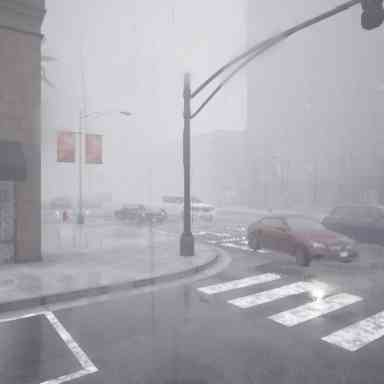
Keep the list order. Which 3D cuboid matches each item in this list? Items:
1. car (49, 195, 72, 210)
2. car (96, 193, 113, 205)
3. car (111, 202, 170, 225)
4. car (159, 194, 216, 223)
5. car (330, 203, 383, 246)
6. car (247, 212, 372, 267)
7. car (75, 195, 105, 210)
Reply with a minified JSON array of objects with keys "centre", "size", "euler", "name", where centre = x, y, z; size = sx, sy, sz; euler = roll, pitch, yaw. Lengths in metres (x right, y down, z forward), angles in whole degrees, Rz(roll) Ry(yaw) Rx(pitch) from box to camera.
[{"centre":[-16.505,1.446,41.635],"size":[1.837,1.490,4.892],"euler":[0,0,-35],"name":"car"},{"centre":[-15.480,1.130,57.180],"size":[2.150,2.045,5.566],"euler":[0,0,-36],"name":"car"},{"centre":[-3.821,1.572,23.967],"size":[1.895,1.301,4.718],"euler":[0,0,-36],"name":"car"},{"centre":[-0.580,1.190,25.030],"size":[2.150,2.045,5.566],"euler":[0,0,-36],"name":"car"},{"centre":[7.640,1.342,13.617],"size":[2.097,1.767,4.553],"euler":[0,0,-36],"name":"car"},{"centre":[3.580,1.520,11.680],"size":[1.812,1.442,4.674],"euler":[0,0,-19],"name":"car"},{"centre":[-13.104,1.462,42.470],"size":[1.812,1.442,4.674],"euler":[0,0,-36],"name":"car"}]
